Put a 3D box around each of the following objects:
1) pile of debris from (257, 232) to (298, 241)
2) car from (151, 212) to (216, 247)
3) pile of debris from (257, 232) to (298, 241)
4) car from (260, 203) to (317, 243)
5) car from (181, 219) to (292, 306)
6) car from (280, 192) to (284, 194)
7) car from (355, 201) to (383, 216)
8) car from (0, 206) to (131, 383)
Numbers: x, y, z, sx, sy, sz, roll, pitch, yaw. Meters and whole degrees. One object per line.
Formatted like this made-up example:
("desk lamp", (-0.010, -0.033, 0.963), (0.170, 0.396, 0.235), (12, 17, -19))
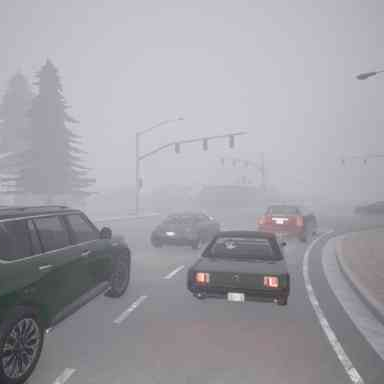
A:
("pile of debris", (4.191, 2.147, 16.147), (1.500, 0.140, 1.860), (0, 0, 29))
("car", (-0.120, 1.547, 14.472), (1.994, 1.385, 4.181), (0, 0, 20))
("pile of debris", (4.191, 2.147, 16.147), (1.500, 0.140, 1.860), (0, 0, 29))
("car", (4.811, 1.322, 16.388), (2.097, 1.767, 4.553), (0, 0, 27))
("car", (1.330, 1.589, 8.113), (1.895, 1.301, 4.718), (0, 0, 14))
("car", (24.825, 1.038, 92.183), (4.605, 1.855, 1.932), (0, 0, 40))
("car", (17.253, 1.489, 29.977), (4.674, 1.442, 1.812), (0, 0, 40))
("car", (-2.788, 1.222, 5.513), (2.150, 2.045, 5.566), (0, 0, 8))
